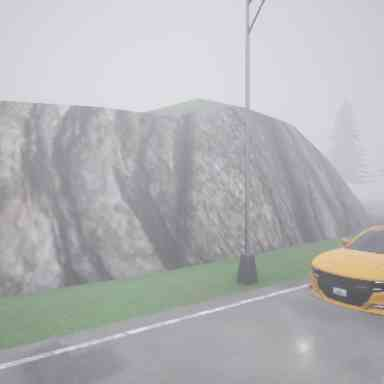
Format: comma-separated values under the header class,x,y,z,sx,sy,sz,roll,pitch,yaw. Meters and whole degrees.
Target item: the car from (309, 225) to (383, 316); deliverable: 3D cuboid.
class,x,y,z,sx,sy,sz,roll,pitch,yaw
car,4.626,1.477,7.287,5.008,1.535,1.882,0,0,-35
